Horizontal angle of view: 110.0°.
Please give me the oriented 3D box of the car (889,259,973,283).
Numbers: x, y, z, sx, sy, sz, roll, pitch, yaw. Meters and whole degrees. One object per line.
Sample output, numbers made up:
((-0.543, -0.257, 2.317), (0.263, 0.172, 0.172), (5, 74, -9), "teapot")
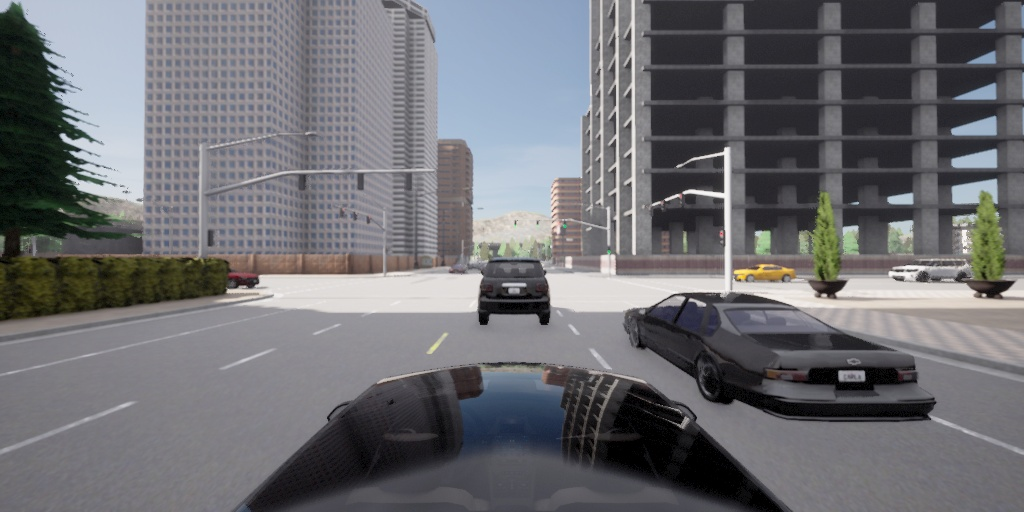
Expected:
((36.335, 1.259, 31.167), (5.566, 2.045, 2.150), (0, -1, 0), "car")

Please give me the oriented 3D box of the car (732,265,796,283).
((21.809, 1.517, 31.260), (5.008, 1.535, 1.882), (0, -1, 0), "car")

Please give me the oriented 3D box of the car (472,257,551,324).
((0.071, 1.076, 12.483), (2.150, 2.045, 5.566), (0, -1, 0), "car")

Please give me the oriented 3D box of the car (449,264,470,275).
((-7.183, 1.767, 47.964), (1.994, 1.385, 4.181), (0, -1, 1), "car")

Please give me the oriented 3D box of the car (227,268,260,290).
((-19.876, 1.450, 24.320), (5.008, 1.535, 1.882), (0, -1, 1), "car")

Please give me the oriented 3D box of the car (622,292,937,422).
((3.598, 1.343, 6.308), (2.033, 1.411, 5.357), (0, -1, 0), "car")

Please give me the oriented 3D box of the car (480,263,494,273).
((-3.693, 1.787, 53.931), (1.812, 1.442, 4.674), (0, -1, 1), "car")
